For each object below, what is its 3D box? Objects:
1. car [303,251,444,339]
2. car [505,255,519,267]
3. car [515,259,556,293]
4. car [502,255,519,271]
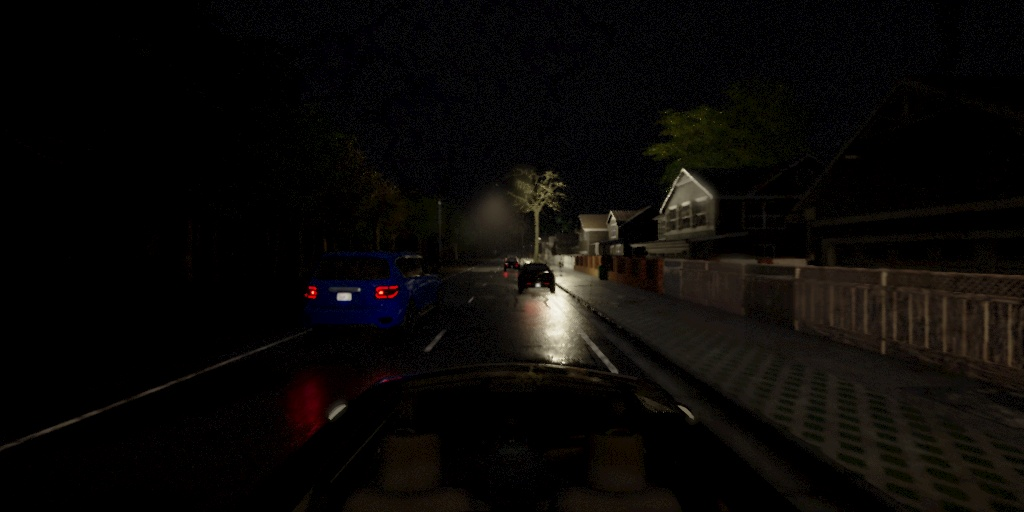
[{"bbox_3d":[-3.403,0.900,9.957,2.150,2.045,5.566,0,0,0],"label":"car"},{"bbox_3d":[-0.005,0.674,54.073,2.097,1.767,4.553,0,0,0],"label":"car"},{"bbox_3d":[1.222,1.105,19.236,1.837,1.490,4.892,0,0,0],"label":"car"},{"bbox_3d":[0.034,0.947,41.419,1.812,1.442,4.674,0,0,1],"label":"car"}]
